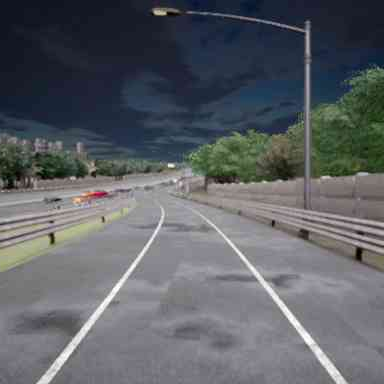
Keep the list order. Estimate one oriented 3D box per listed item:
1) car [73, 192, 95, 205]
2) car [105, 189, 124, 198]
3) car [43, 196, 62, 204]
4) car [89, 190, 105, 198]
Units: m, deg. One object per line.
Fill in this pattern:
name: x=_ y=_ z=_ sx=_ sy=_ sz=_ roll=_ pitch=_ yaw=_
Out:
car: x=-21.089 y=1.409 z=64.284 sx=2.097 sy=1.767 sz=4.553 roll=1 pitch=3 yaw=6
car: x=-19.109 y=0.757 z=81.830 sx=1.994 sy=1.385 sz=4.181 roll=1 pitch=3 yaw=7
car: x=-27.856 y=1.484 z=66.704 sx=2.128 sy=1.511 sz=4.902 roll=1 pitch=3 yaw=6
car: x=-22.583 y=0.392 z=82.217 sx=2.150 sy=2.045 sz=5.566 roll=1 pitch=3 yaw=7
